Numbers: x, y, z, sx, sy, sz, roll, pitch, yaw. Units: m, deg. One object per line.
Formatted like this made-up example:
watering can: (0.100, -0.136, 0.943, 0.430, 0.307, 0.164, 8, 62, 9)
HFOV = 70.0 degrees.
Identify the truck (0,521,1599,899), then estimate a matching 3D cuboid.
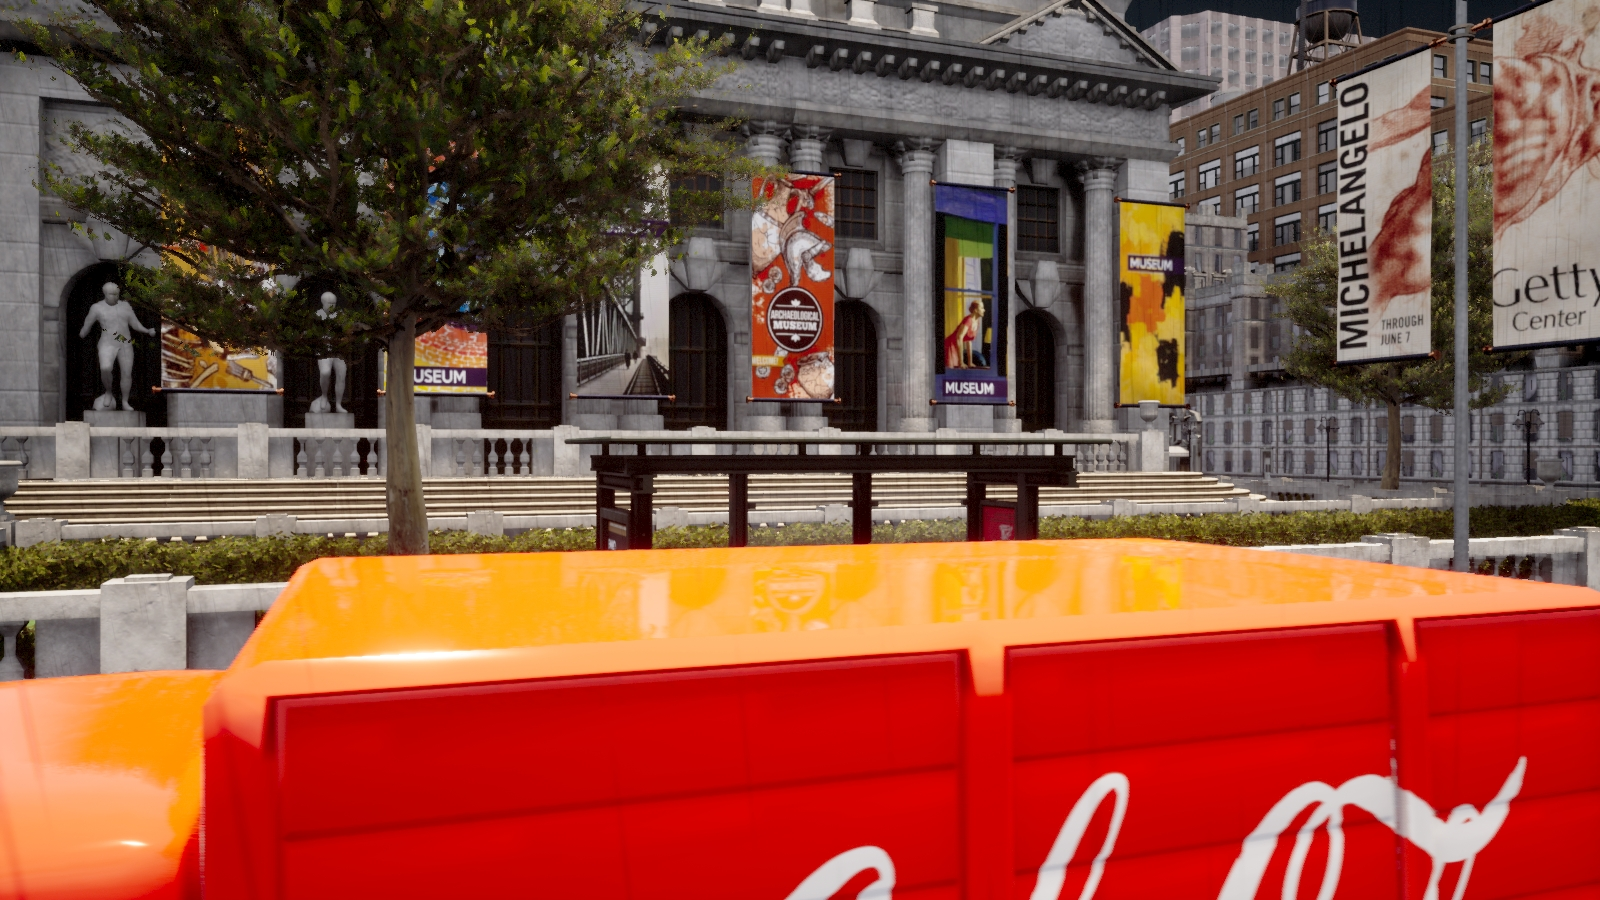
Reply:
truck: (-0.571, 1.566, 3.086, 5.204, 2.467, 2.627, 0, 0, -20)
